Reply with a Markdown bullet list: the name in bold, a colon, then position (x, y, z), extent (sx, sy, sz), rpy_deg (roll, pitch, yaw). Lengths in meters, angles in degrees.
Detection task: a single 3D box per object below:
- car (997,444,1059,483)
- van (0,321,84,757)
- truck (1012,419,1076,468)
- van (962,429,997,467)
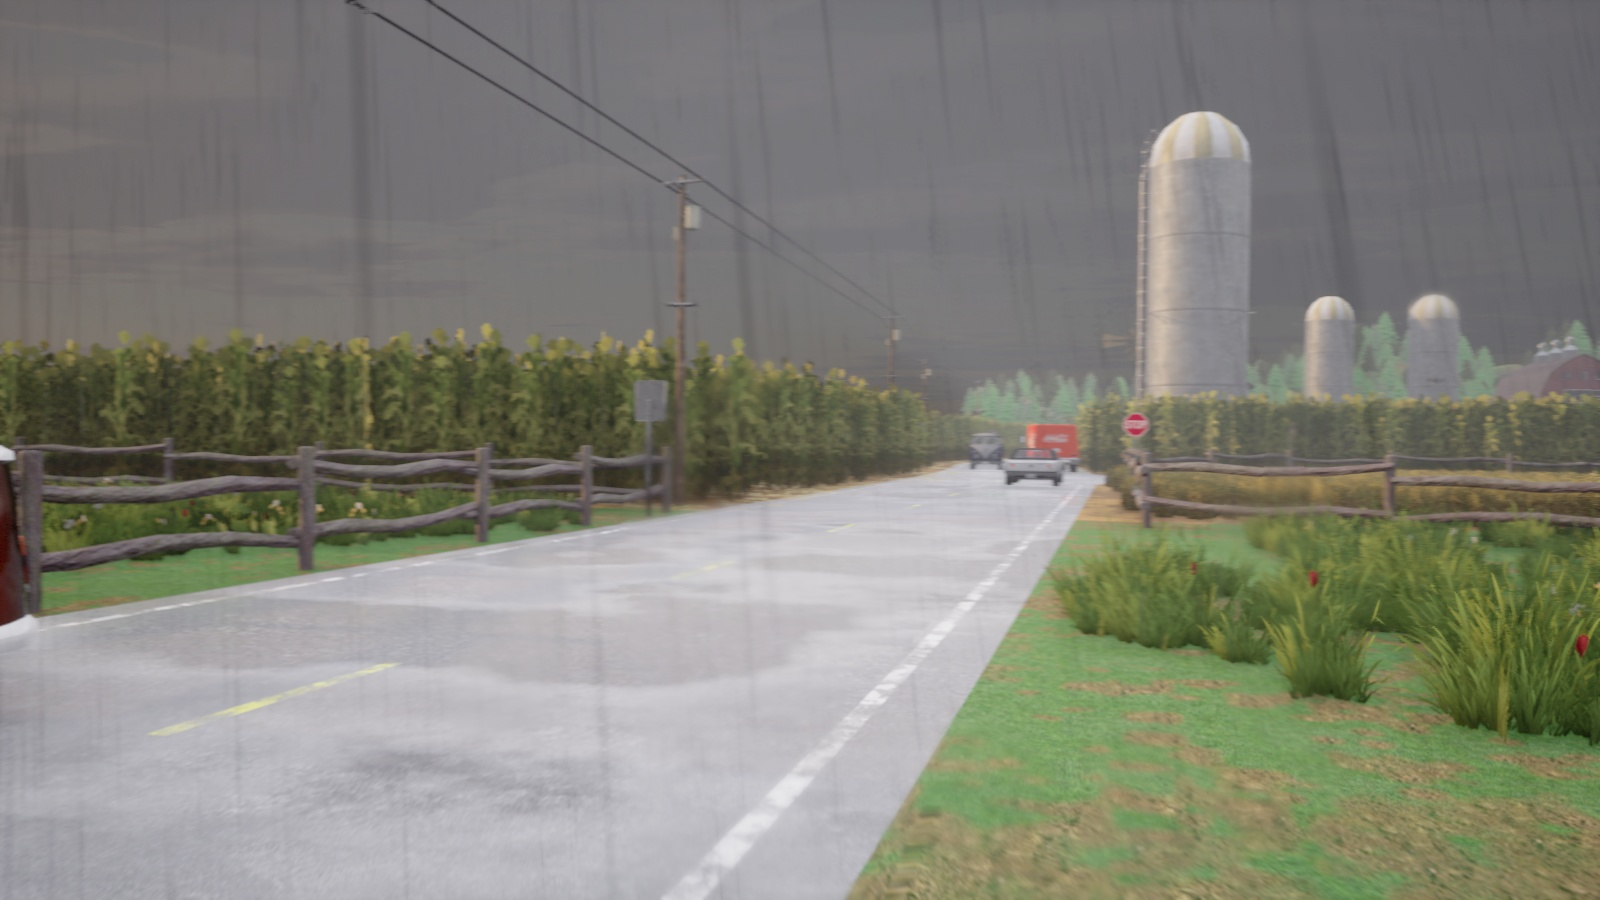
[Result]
- **car**: position (8.230, 0.435, 45.048), extent (1.895, 1.301, 4.718), rpy_deg (0, 0, 14)
- **van**: position (-5.069, 0.448, 4.354), extent (2.069, 2.038, 4.480), rpy_deg (-1, 0, 10)
- **truck**: position (12.848, -0.346, 66.452), extent (2.627, 2.467, 5.204), rpy_deg (0, 0, 3)
- **van**: position (9.863, -0.111, 68.817), extent (1.775, 1.987, 4.442), rpy_deg (0, 0, 9)
